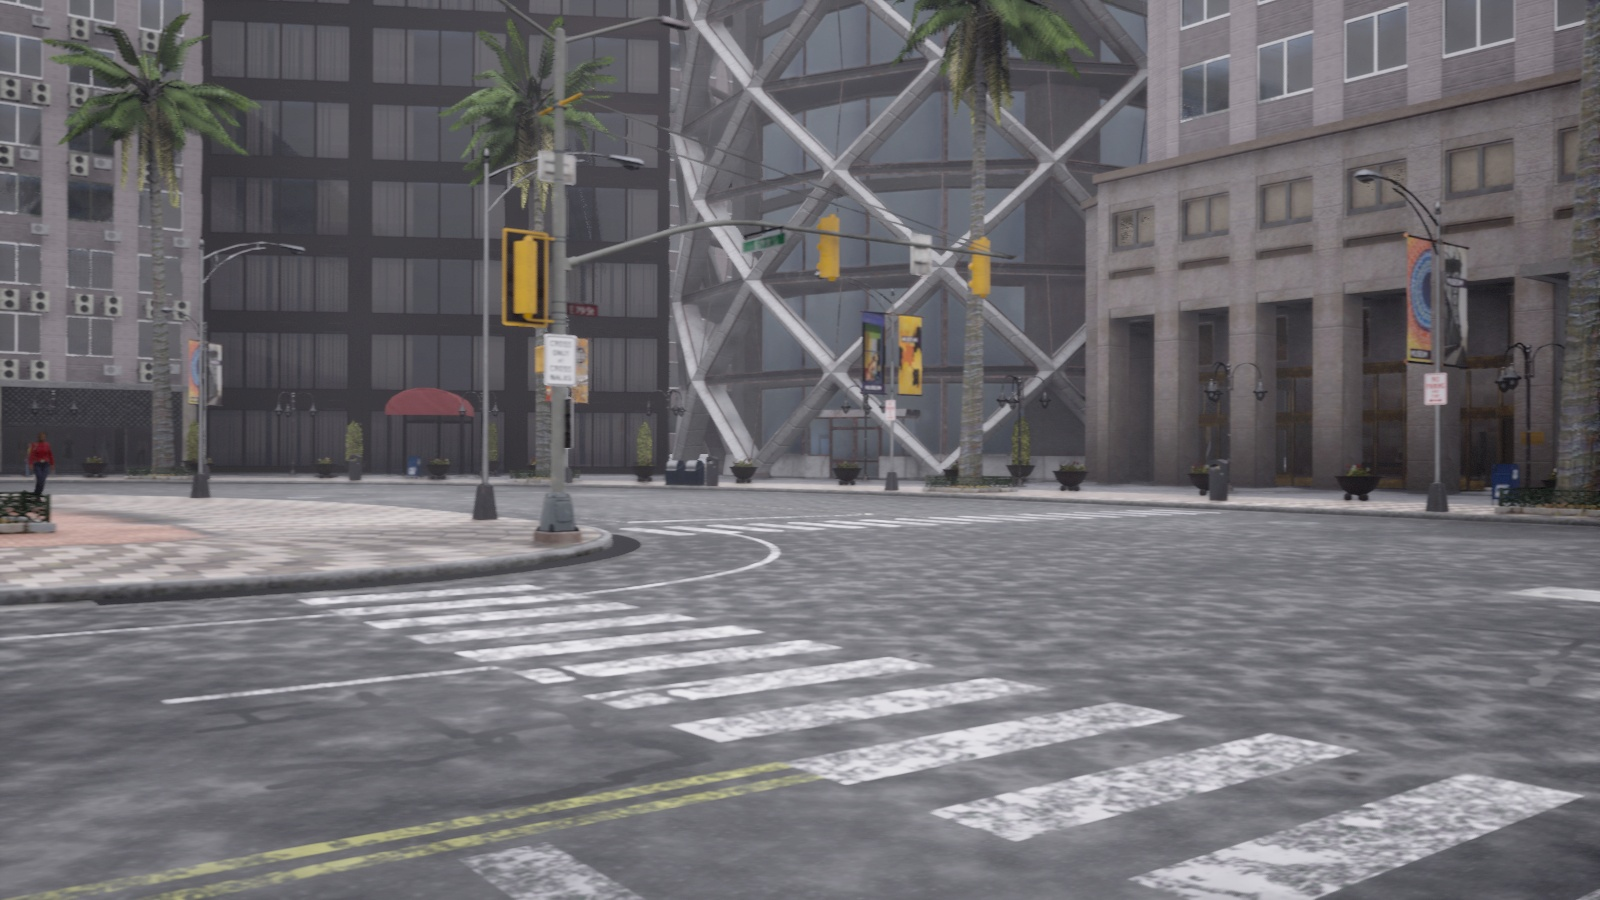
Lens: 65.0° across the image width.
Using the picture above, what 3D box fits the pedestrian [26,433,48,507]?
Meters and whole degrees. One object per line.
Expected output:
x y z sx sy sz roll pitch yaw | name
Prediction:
-19.429 0.508 31.983 0.636 1.846 0.331 0 0 45 | pedestrian

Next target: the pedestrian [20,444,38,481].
-38.115 0.608 62.081 0.706 1.836 0.354 0 0 -12 | pedestrian
